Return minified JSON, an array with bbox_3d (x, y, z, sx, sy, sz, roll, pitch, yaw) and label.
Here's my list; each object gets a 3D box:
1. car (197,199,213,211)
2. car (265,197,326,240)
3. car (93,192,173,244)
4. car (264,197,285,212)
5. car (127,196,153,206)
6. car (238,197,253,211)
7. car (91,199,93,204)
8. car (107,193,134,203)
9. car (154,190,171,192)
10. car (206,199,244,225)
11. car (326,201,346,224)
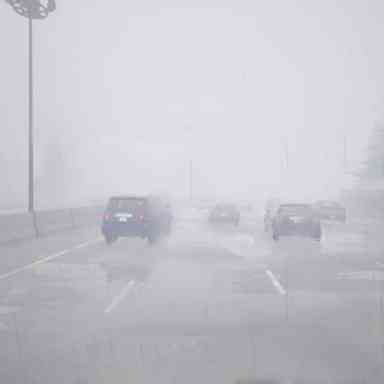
[{"bbox_3d":[2.038,1.438,37.542,1.895,1.301,4.718,0,0,16],"label":"car"},{"bbox_3d":[4.859,1.279,16.617,2.097,1.767,4.553,0,0,7],"label":"car"},{"bbox_3d":[-2.354,1.154,15.601,2.150,2.045,5.566,0,0,7],"label":"car"},{"bbox_3d":[9.517,1.324,38.054,2.128,1.511,4.902,0,0,17],"label":"car"},{"bbox_3d":[-8.120,1.339,52.165,1.837,1.490,4.892,0,0,20],"label":"car"},{"bbox_3d":[6.090,1.358,38.877,1.812,1.442,4.674,0,0,16],"label":"car"},{"bbox_3d":[-14.698,1.236,54.559,1.994,1.385,4.181,0,0,20],"label":"car"},{"bbox_3d":[-11.409,0.988,53.361,1.837,1.490,4.892,0,0,20],"label":"car"},{"bbox_3d":[-4.841,0.723,50.937,2.150,2.045,5.566,0,0,20],"label":"car"},{"bbox_3d":[2.391,1.462,23.407,1.994,1.385,4.181,0,0,10],"label":"car"},{"bbox_3d":[9.587,1.387,23.883,2.128,1.511,4.902,0,0,11],"label":"car"}]
